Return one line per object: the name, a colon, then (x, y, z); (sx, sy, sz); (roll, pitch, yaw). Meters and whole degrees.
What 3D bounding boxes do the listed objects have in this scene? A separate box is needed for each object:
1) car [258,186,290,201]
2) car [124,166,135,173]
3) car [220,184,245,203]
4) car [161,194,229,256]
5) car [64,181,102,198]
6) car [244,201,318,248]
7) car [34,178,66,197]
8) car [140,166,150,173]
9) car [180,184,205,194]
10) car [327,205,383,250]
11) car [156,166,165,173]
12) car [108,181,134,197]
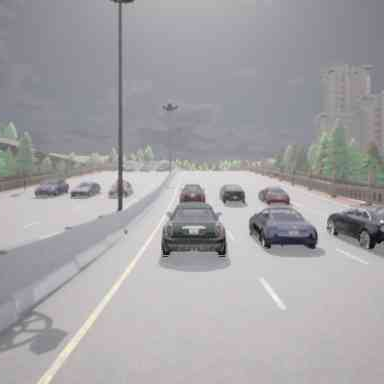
car: (7.052, 0.204, 28.888); (1.994, 1.385, 4.181); (0, 6, 0)
car: (-14.114, -5.183, 74.942); (1.882, 1.535, 5.008); (0, 7, 0)
car: (3.552, 0.021, 29.810); (1.882, 1.535, 5.008); (0, 6, 0)
car: (0.072, 1.155, 12.456); (2.097, 1.767, 4.553); (0, 2, 0)
car: (-10.649, -0.345, 33.734); (2.033, 1.411, 5.357); (0, 7, 0)
car: (3.574, 1.316, 13.693); (1.994, 1.385, 4.181); (0, 2, 0)
car: (-14.144, -0.544, 33.757); (2.097, 1.767, 4.553); (0, 7, 0)
car: (-10.614, -5.162, 74.950); (1.837, 1.490, 4.892); (0, 7, 0)
car: (0.051, 0.087, 27.946); (2.097, 1.767, 4.553); (0, 6, 0)
car: (7.075, 1.261, 13.252); (2.128, 1.511, 4.902); (0, 2, 0)
car: (-7.114, -5.163, 74.955); (1.837, 1.490, 4.892); (0, 7, 0)
car: (-7.146, -0.366, 33.723); (1.812, 1.442, 4.674); (0, 7, 0)
